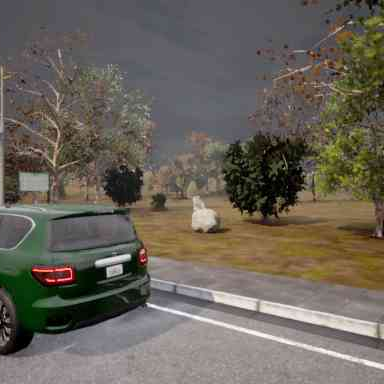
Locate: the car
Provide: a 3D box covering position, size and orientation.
[{"bbox_3d":[-3.298,1.221,6.321,5.566,2.045,2.150,0,0,35],"label":"car"}]
